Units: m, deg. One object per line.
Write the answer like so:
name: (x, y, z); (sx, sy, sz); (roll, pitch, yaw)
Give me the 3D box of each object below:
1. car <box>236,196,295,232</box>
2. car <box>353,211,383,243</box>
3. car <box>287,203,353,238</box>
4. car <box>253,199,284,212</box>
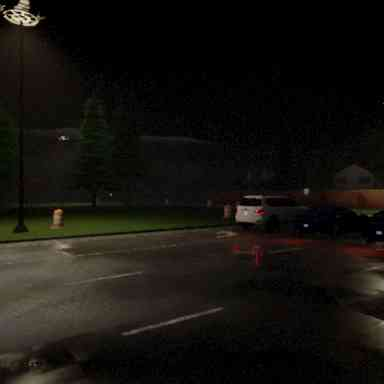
car: (5.112, 1.238, 20.512); (5.566, 2.045, 2.150); (0, 0, -40)
car: (9.562, 1.493, 14.863); (5.008, 1.535, 1.882); (0, 0, -35)
car: (7.607, 1.493, 17.767); (5.008, 1.535, 1.882); (0, 0, -35)
car: (9.239, 1.593, 40.450); (1.994, 1.385, 4.181); (0, 0, -13)
